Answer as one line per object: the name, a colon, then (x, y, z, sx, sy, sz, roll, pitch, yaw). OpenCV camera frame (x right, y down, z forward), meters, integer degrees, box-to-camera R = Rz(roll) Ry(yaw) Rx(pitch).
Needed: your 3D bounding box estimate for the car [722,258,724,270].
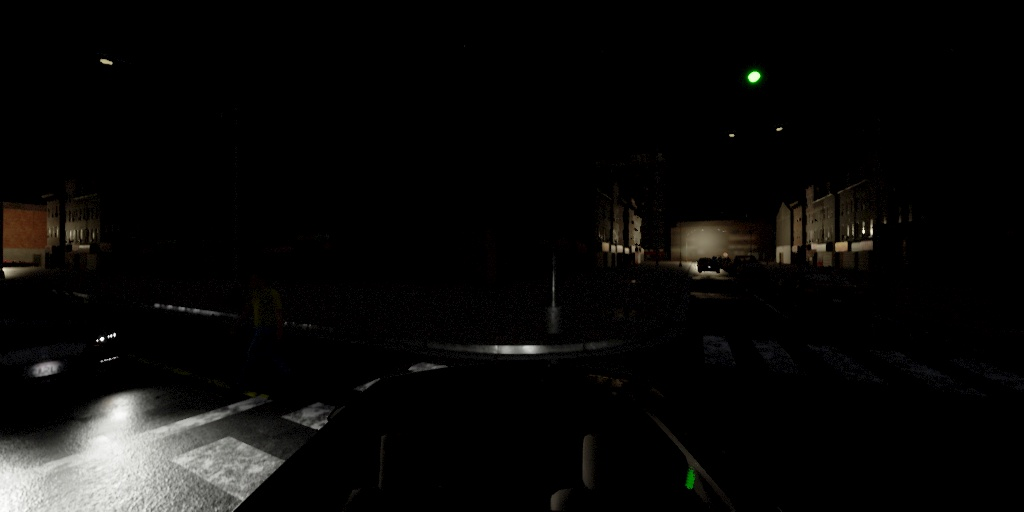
car: (23.155, 1.123, 36.957, 1.802, 1.307, 4.207, 0, 0, 27)

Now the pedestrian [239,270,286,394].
pedestrian: (-3.723, 1.029, 5.353, 0.375, 1.860, 0.375, 0, 0, 27)

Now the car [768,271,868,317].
car: (10.778, 1.207, 12.752, 1.888, 1.381, 4.507, 0, 0, 27)

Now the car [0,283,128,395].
car: (-8.298, 1.218, 5.817, 4.902, 1.511, 2.128, 0, 0, 27)

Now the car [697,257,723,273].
car: (21.125, 1.106, 38.555, 1.994, 1.385, 4.181, 0, 0, 27)

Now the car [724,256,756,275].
car: (20.680, 0.876, 32.115, 2.192, 1.841, 5.009, 0, 0, 27)

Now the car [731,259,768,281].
car: (18.204, 1.130, 27.274, 1.888, 1.381, 4.507, 0, 0, 27)
